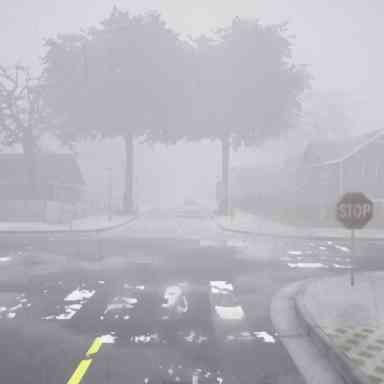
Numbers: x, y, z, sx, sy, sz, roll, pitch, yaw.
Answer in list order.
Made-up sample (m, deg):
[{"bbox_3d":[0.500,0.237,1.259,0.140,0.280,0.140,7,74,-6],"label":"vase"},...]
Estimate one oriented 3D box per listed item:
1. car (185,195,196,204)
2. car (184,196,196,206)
[{"bbox_3d":[-0.344,1.501,66.841,2.097,1.767,4.553,0,0,0],"label":"car"},{"bbox_3d":[-0.293,1.676,56.822,1.994,1.385,4.181,0,0,0],"label":"car"}]
